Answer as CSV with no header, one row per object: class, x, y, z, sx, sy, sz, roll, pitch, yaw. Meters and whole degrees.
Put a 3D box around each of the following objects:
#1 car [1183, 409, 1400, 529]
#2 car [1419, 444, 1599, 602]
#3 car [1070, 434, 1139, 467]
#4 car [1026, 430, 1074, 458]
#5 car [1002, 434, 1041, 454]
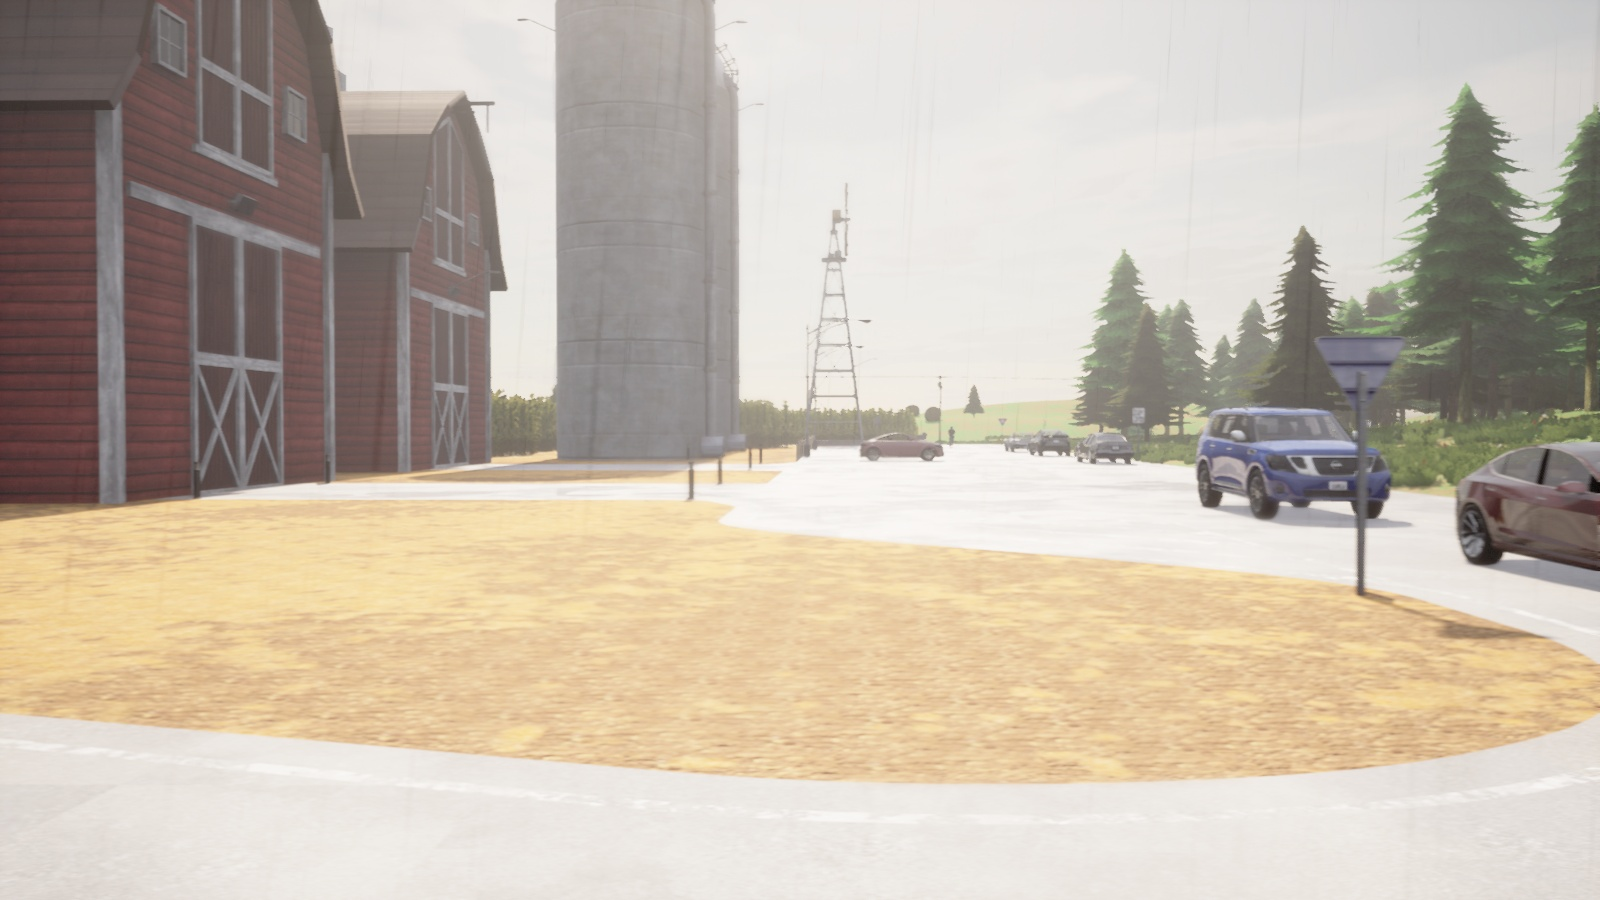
car,9.288,0.245,24.336,2.150,2.045,5.566,0,2,2
car,8.937,0.723,13.647,2.163,1.488,4.792,0,1,2
car,13.876,-0.001,57.578,2.033,1.411,5.357,0,1,2
car,14.360,-0.369,72.360,2.007,1.525,4.514,0,1,2
car,14.729,-0.420,83.683,1.895,1.301,4.718,0,1,2
